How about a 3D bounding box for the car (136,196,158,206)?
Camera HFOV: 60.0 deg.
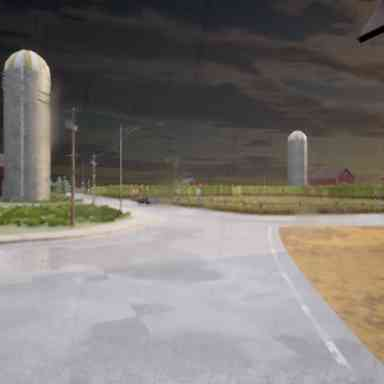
[{"bbox_3d":[-7.226,1.328,52.916,2.128,1.511,4.902,0,0,-35],"label":"car"}]
